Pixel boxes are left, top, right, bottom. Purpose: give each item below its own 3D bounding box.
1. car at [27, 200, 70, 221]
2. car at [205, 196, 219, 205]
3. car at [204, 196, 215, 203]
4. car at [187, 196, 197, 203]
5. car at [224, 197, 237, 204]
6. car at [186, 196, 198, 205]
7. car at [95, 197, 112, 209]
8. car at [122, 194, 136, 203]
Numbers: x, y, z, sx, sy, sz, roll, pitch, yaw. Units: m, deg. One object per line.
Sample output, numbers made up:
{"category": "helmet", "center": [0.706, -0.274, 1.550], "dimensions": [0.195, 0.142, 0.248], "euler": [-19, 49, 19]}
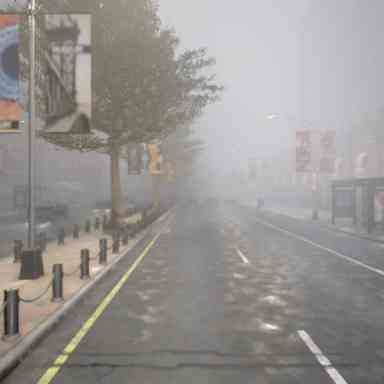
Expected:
{"category": "car", "center": [-11.597, 1.459, 27.152], "dimensions": [2.128, 1.511, 4.902], "euler": [0, 0, 0]}
{"category": "car", "center": [3.501, 1.497, 57.040], "dimensions": [1.994, 1.385, 4.181], "euler": [0, 0, 0]}
{"category": "car", "center": [3.501, 1.544, 66.836], "dimensions": [1.895, 1.301, 4.718], "euler": [0, 0, 0]}
{"category": "car", "center": [0.001, 1.496, 66.805], "dimensions": [1.994, 1.385, 4.181], "euler": [0, 0, 0]}
{"category": "car", "center": [6.750, 1.525, 59.346], "dimensions": [1.895, 1.301, 4.718], "euler": [0, 0, 0]}
{"category": "car", "center": [0.001, 1.438, 56.687], "dimensions": [1.837, 1.490, 4.892], "euler": [0, 0, 0]}
{"category": "car", "center": [-11.579, 1.472, 44.518], "dimensions": [1.812, 1.442, 4.674], "euler": [0, 0, 0]}
{"category": "car", "center": [-11.499, 1.211, 61.248], "dimensions": [1.882, 1.535, 5.008], "euler": [0, 0, 0]}
